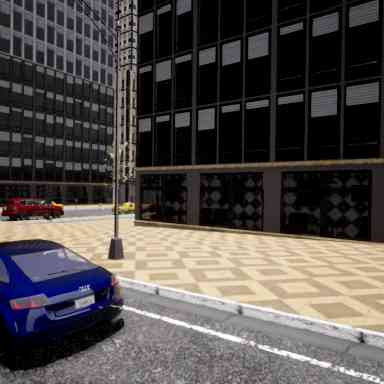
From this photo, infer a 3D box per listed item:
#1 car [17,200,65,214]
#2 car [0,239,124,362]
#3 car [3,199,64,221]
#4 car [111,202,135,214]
[{"bbox_3d":[-17.347,1.643,38.527,1.752,1.417,4.829,1,0,36],"label":"car"},{"bbox_3d":[-3.212,1.561,5.956,4.181,1.385,1.994,0,0,34],"label":"car"},{"bbox_3d":[-13.814,1.520,29.166,2.192,1.841,5.009,1,0,36],"label":"car"},{"bbox_3d":[-7.051,1.831,38.403,1.752,1.417,4.829,1,0,36],"label":"car"}]
